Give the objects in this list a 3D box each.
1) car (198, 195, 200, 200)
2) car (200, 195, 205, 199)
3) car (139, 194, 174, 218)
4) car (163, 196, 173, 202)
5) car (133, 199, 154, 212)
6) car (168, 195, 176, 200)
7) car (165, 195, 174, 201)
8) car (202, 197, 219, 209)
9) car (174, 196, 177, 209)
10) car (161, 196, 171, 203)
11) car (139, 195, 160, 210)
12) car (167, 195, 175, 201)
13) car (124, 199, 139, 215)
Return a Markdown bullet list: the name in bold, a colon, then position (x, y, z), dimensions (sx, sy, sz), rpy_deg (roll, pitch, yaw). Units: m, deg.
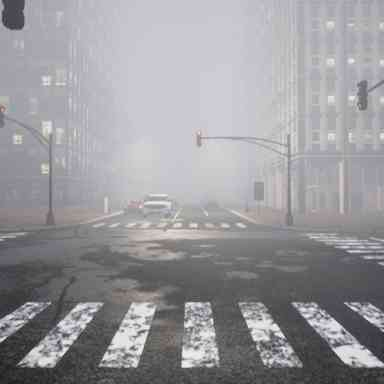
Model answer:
- **car**: position (2.712, 1.579, 61.693), dimensions (1.947, 1.339, 4.313), rpy_deg (1, 0, 0)
- **car**: position (2.712, 1.538, 56.286), dimensions (1.752, 1.417, 4.829), rpy_deg (1, 0, 0)
- **car**: position (-3.093, 1.228, 30.314), dimensions (2.150, 2.045, 5.566), rpy_deg (0, 0, 0)
- **car**: position (-5.666, 1.568, 78.350), dimensions (2.008, 1.369, 4.403), rpy_deg (1, 0, 0)
- **car**: position (-5.672, 1.590, 39.324), dimensions (1.802, 1.307, 4.206), rpy_deg (1, 0, 0)
- **car**: position (-5.665, 1.589, 95.076), dimensions (1.947, 1.339, 4.313), rpy_deg (1, 0, 0)
- **car**: position (-5.665, 1.564, 83.925), dimensions (1.887, 1.381, 4.507), rpy_deg (1, 0, 0)
- **car**: position (2.709, 1.592, 44.960), dimensions (1.802, 1.307, 4.206), rpy_deg (1, 0, 0)
- **car**: position (-3.092, 1.534, 40.236), dimensions (1.812, 1.442, 4.674), rpy_deg (0, 0, 0)
- **car**: position (-5.667, 1.561, 72.775), dimensions (1.887, 1.381, 4.507), rpy_deg (1, 0, 0)
- **car**: position (-5.666, 1.325, 44.899), dimensions (2.192, 1.841, 5.009), rpy_deg (1, 0, 0)
- **car**: position (-5.665, 1.572, 89.500), dimensions (2.008, 1.369, 4.403), rpy_deg (1, 0, 0)
- **car**: position (-5.670, 1.447, 33.749), dimensions (1.967, 1.590, 4.097), rpy_deg (1, 0, 0)
